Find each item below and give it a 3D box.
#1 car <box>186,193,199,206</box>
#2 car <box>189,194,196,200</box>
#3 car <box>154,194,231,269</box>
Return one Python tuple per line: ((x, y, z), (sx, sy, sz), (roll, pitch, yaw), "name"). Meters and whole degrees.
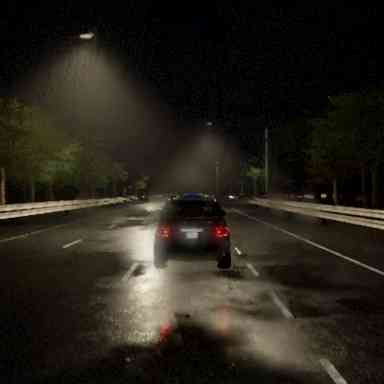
((0.081, 1.244, 56.097), (2.150, 2.045, 5.566), (0, 0, 0), "car")
((0.138, 1.417, 94.251), (2.097, 1.767, 4.553), (0, 0, 0), "car")
((0.015, 1.226, 11.340), (2.150, 2.045, 5.566), (0, 0, 0), "car")
